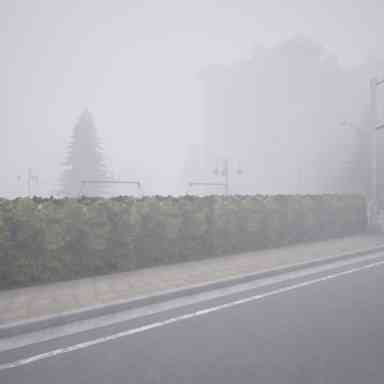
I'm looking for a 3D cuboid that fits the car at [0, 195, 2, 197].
[{"bbox_3d":[-40.232,1.374,67.297,3.633,1.501,1.845,0,0,-37],"label":"car"}]
